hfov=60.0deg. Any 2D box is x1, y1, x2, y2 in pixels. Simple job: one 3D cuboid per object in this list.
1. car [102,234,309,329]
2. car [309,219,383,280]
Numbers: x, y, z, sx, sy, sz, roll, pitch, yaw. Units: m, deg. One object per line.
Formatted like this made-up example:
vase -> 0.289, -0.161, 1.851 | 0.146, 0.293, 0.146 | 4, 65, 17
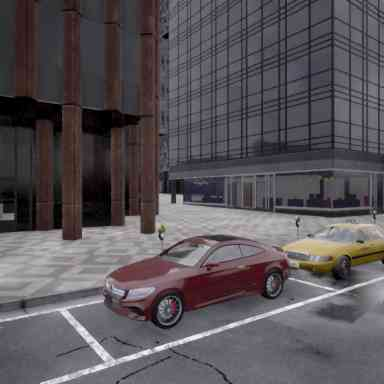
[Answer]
car -> 0.296, 1.582, 6.875 | 4.206, 1.307, 1.802 | 0, 0, -36
car -> 4.575, 1.526, 9.948 | 4.829, 1.417, 1.752 | 0, 0, -36
